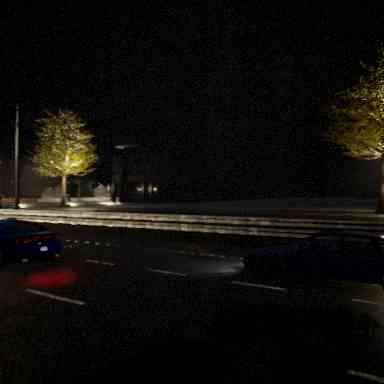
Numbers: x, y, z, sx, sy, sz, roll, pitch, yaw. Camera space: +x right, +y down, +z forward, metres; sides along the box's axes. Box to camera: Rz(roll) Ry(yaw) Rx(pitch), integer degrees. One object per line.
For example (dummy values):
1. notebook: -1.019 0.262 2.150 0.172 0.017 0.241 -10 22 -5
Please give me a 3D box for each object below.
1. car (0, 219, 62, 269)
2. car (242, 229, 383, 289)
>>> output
1. car: -6.953 1.738 12.244 5.008 1.535 1.882 0 -1 32
2. car: 4.187 1.781 9.375 5.357 1.411 2.033 -1 -1 32
